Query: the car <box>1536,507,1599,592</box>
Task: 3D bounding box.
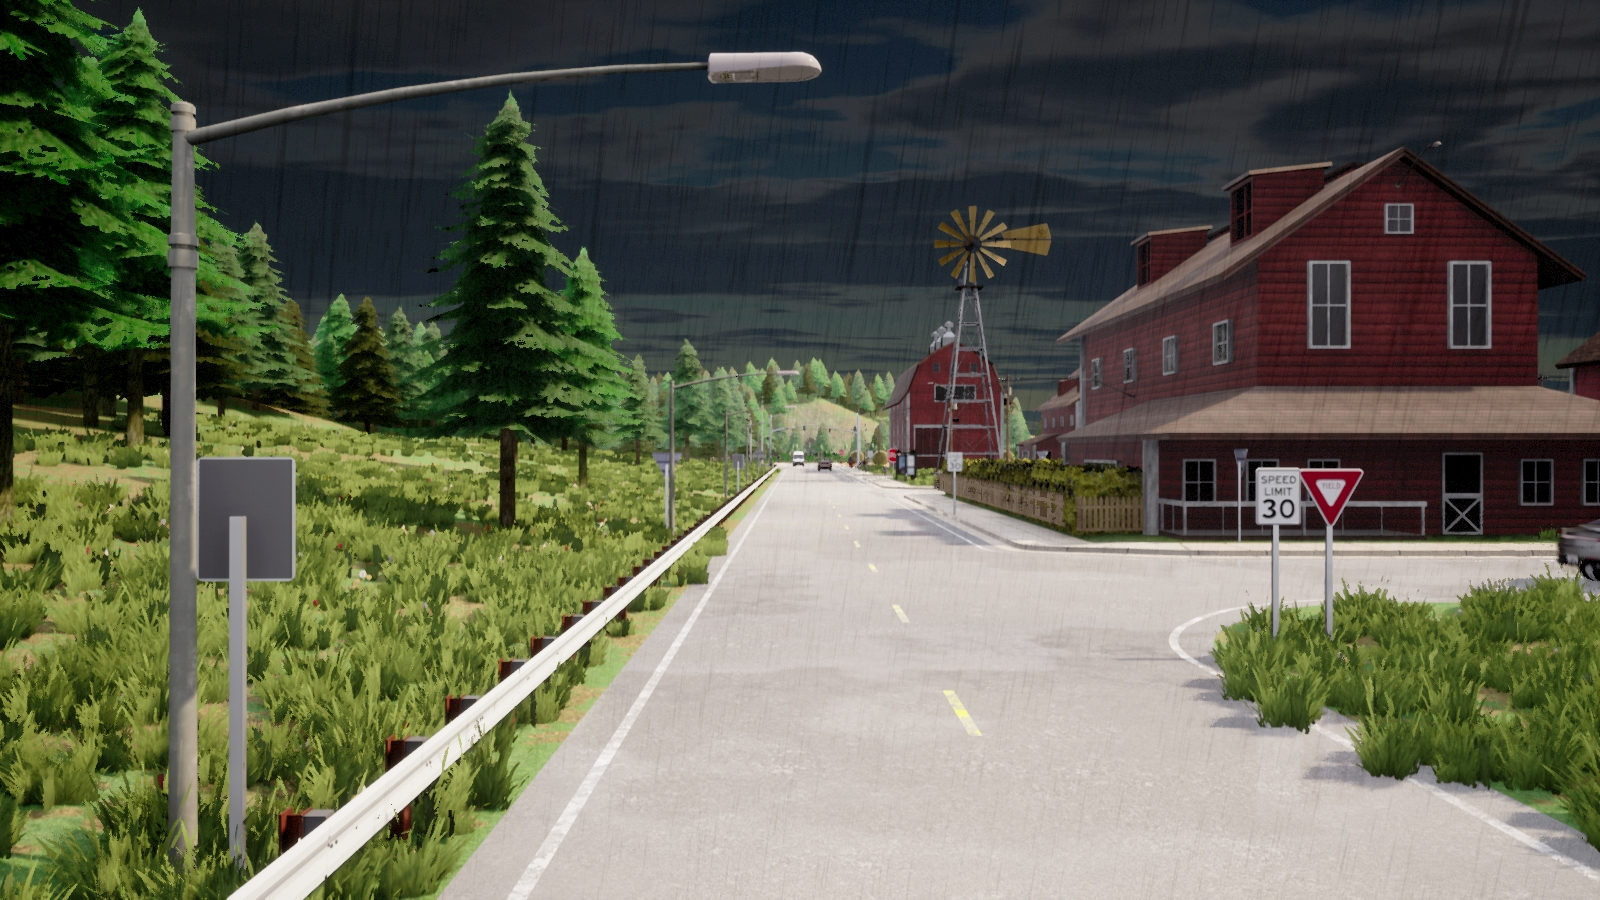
[{"bbox_3d":[17.436,1.910,22.203,4.902,1.511,2.128,0,0,0],"label":"car"}]
